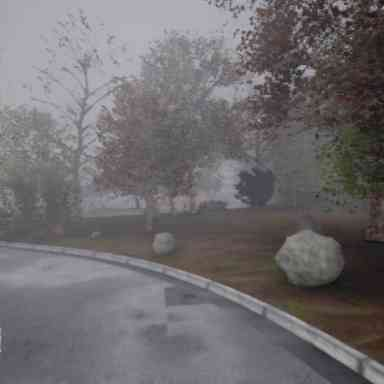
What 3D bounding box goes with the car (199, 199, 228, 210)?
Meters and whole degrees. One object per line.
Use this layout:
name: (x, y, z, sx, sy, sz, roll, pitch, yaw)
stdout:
car: (2.850, 1.587, 43.591, 4.181, 1.385, 1.994, -1, 0, -43)
